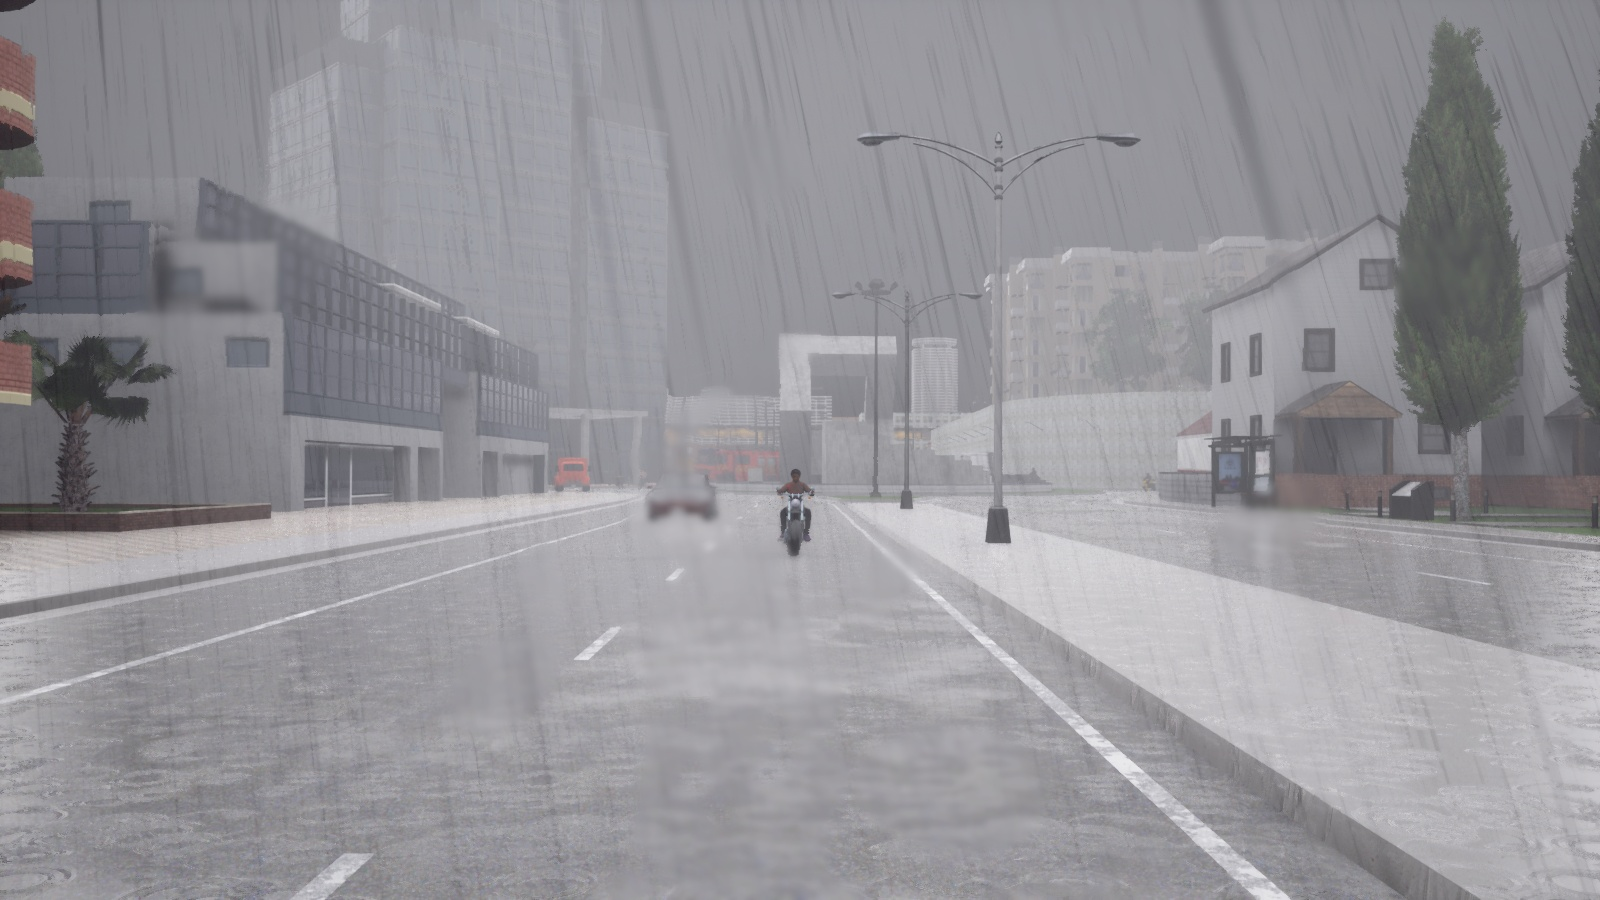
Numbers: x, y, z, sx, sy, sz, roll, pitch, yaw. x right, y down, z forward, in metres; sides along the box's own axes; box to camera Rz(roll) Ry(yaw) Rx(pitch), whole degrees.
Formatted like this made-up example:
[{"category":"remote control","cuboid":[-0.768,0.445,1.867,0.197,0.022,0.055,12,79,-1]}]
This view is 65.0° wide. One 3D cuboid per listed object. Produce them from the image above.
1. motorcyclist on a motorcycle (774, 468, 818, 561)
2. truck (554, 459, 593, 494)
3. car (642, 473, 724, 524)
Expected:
[{"category":"motorcyclist on a motorcycle","cuboid":[-0.072,1.158,23.465,0.766,1.649,2.350,0,-1,0]},{"category":"truck","cuboid":[-16.578,1.930,91.683,2.627,2.467,5.204,0,-1,-12]},{"category":"car","cuboid":[-3.621,1.494,39.678,2.163,1.488,4.792,0,-1,0]}]
